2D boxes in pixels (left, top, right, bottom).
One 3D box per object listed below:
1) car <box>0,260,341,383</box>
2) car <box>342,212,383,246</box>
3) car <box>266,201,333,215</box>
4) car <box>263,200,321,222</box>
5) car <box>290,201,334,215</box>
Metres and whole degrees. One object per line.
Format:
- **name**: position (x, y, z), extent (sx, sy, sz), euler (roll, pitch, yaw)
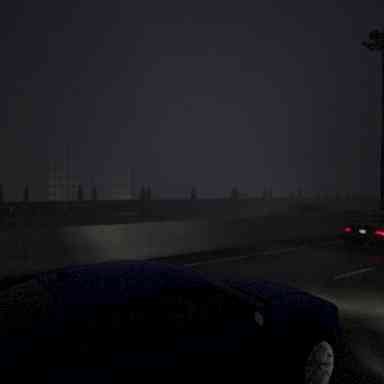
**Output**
- **car**: position (-0.458, 1.478, 3.420), extent (5.008, 1.535, 1.882), euler (0, 0, -36)
- **car**: position (8.552, 1.553, 14.147), extent (5.357, 1.411, 2.033), euler (0, 0, -36)
- **car**: position (6.953, 1.484, 21.849), extent (5.008, 1.535, 1.882), euler (0, 0, -35)
- **car**: position (8.195, 1.486, 27.030), extent (5.008, 1.535, 1.882), euler (0, 0, -35)
- **car**: position (12.424, 1.612, 34.326), extent (4.718, 1.301, 1.895), euler (0, 0, -35)
